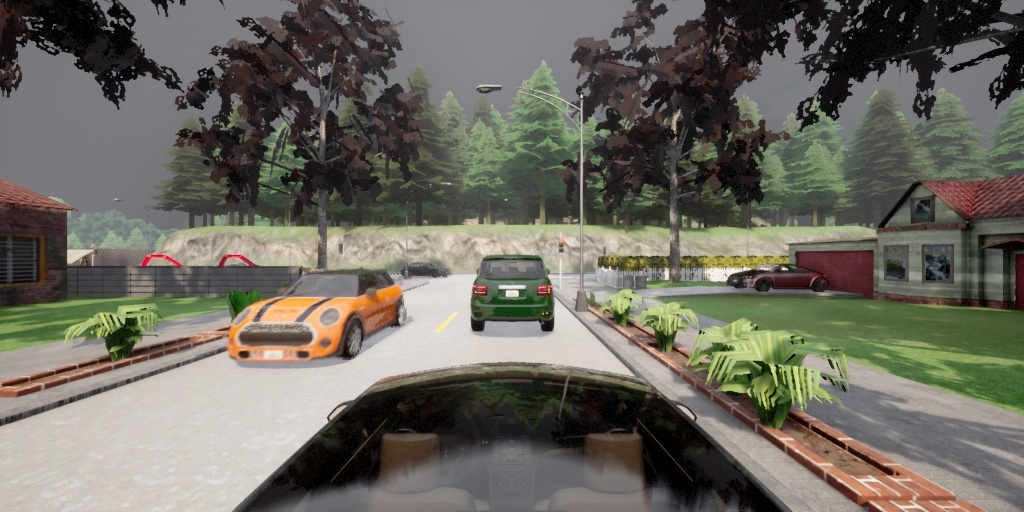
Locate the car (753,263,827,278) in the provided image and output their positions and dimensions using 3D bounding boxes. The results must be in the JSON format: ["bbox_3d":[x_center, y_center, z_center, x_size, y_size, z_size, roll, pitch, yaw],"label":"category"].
[{"bbox_3d":[29.117,0.971,37.700,5.566,2.045,2.150,0,0,0],"label":"car"}]

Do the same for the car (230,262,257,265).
[{"bbox_3d":[-24.693,1.276,33.584,4.674,1.442,1.812,0,0,0],"label":"car"}]

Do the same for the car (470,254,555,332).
[{"bbox_3d":[0.031,0.971,11.067,2.150,2.045,5.566,0,0,1],"label":"car"}]

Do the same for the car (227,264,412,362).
[{"bbox_3d":[-4.096,1.102,8.390,2.097,1.767,4.553,0,0,0],"label":"car"}]

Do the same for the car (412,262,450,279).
[{"bbox_3d":[-7.846,1.275,32.493,4.674,1.442,1.812,0,-1,21],"label":"car"}]
